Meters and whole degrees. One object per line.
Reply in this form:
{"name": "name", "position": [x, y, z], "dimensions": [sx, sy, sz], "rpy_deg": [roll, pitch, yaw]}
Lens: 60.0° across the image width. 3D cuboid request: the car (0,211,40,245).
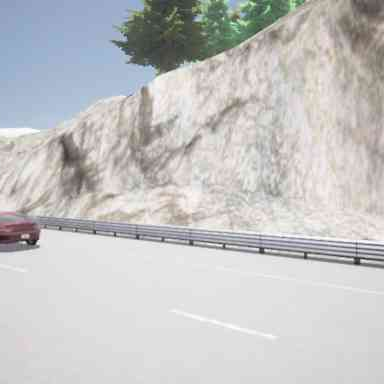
{"name": "car", "position": [-8.250, 1.530, 14.059], "dimensions": [4.674, 1.442, 1.812], "rpy_deg": [0, 0, 36]}
